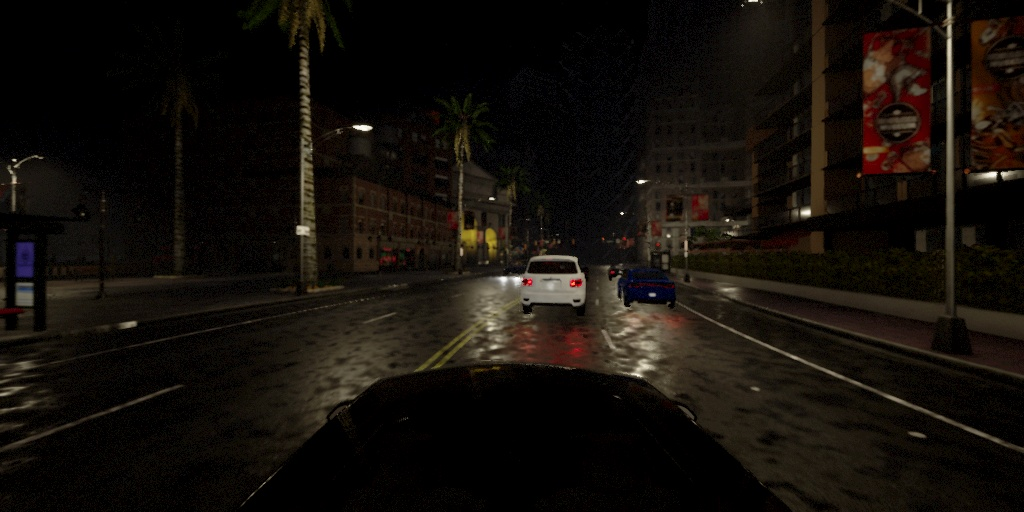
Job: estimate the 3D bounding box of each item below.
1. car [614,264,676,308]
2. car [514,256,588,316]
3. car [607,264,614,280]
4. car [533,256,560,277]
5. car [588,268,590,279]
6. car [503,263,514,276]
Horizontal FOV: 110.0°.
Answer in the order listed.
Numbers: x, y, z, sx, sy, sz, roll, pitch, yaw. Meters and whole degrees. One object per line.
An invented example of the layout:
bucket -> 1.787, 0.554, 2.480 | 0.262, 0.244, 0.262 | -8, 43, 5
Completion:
car -> 5.753, 1.291, 15.763 | 1.882, 1.535, 5.008 | 0, 0, 12
car -> 1.768, 1.016, 13.975 | 2.150, 2.045, 5.566 | 0, 0, 12
car -> 9.621, 1.424, 32.326 | 2.033, 1.411, 5.357 | 0, 0, 14
car -> 3.791, 1.081, 38.446 | 2.150, 2.045, 5.566 | 0, 0, 14
car -> 5.906, 1.409, 31.852 | 2.033, 1.411, 5.357 | 0, 0, 14
car -> 0.382, 1.464, 39.244 | 1.895, 1.301, 4.718 | 0, 0, 14
